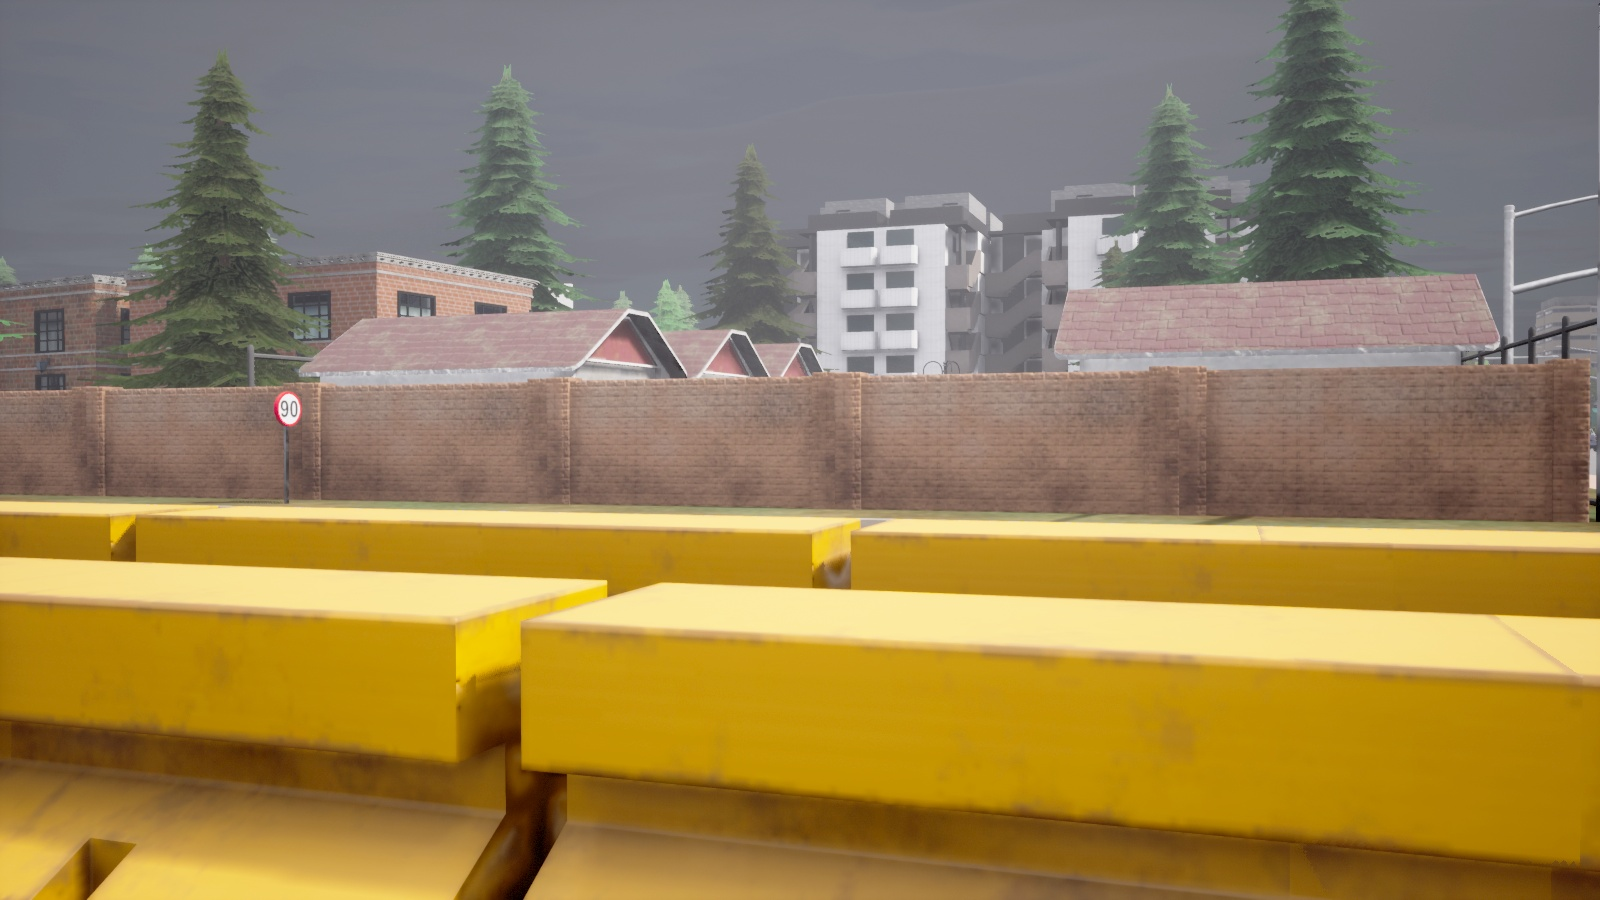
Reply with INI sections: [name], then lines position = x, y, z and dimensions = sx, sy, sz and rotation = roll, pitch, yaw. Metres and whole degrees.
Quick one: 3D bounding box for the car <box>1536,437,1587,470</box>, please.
[car]
position = 32.875, 0.136, 54.260
dimensions = 1.481, 1.376, 2.207
rotation = 1, 1, 20
